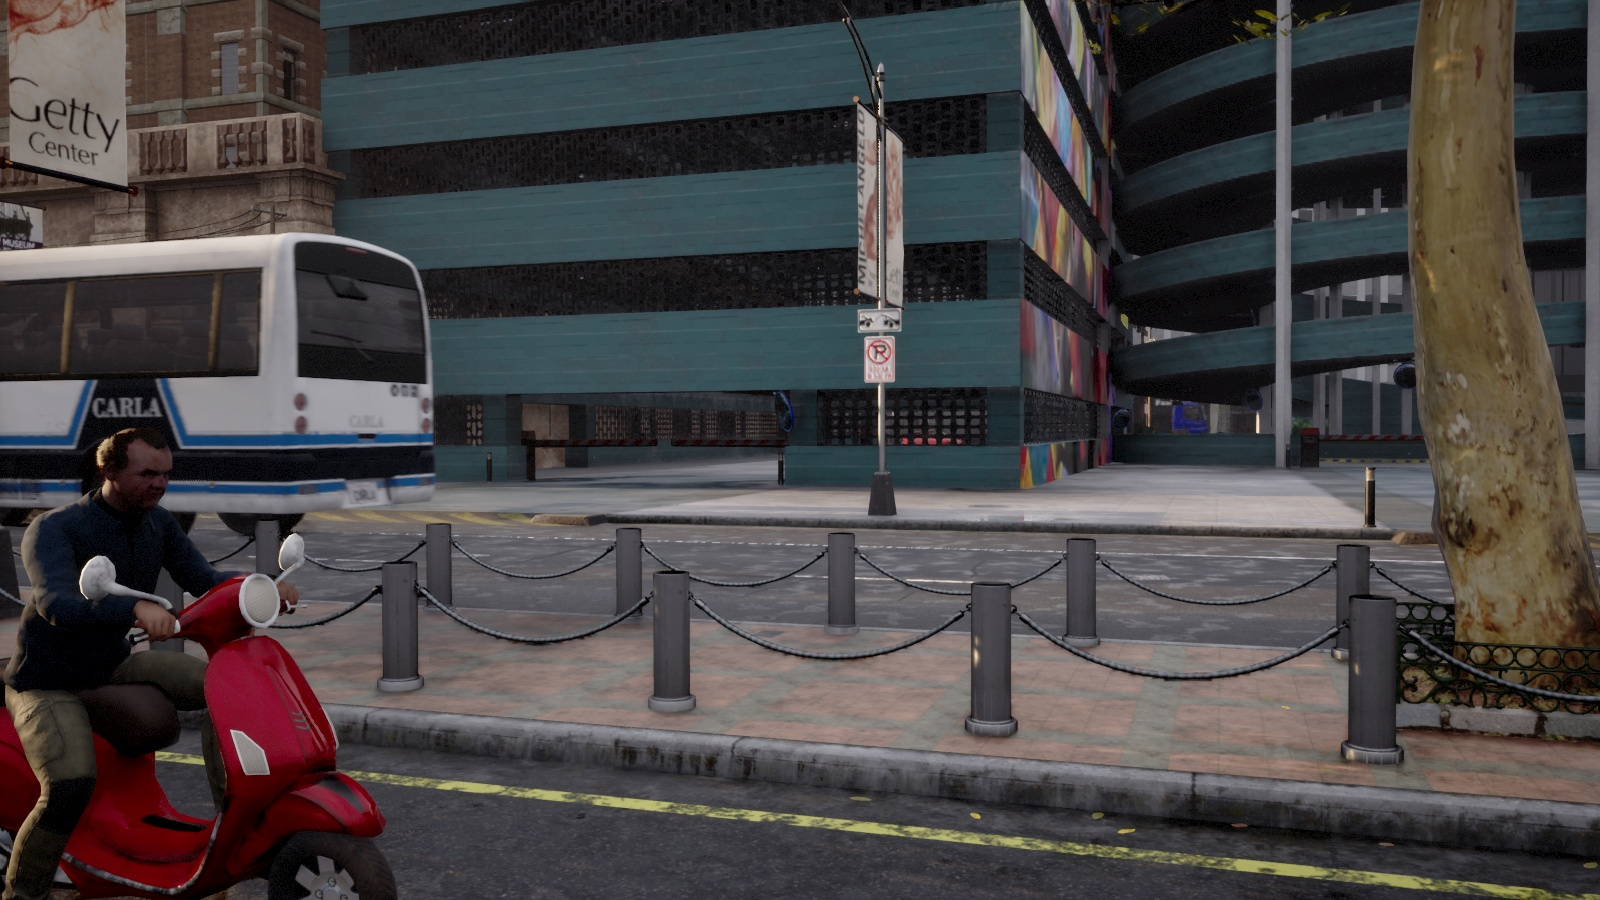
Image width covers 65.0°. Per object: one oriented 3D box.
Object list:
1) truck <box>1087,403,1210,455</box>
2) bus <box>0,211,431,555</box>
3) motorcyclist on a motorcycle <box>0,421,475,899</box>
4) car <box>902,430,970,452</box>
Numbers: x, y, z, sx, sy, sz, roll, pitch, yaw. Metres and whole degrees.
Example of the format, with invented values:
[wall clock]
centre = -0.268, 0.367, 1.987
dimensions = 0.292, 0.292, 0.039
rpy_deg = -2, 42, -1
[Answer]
[truck]
centre = 23.762, -1.437, 85.660
dimensions = 7.936, 3.462, 2.891
rpy_deg = 1, 1, 19
[bus]
centre = -11.168, -0.897, 19.062
dimensions = 10.273, 4.253, 3.944
rpy_deg = 1, 1, 19
[motorcyclist on a motorcycle]
centre = -2.034, 0.710, 3.877
dimensions = 1.817, 1.590, 0.866
rpy_deg = 1, 1, 19
[car]
centre = 9.813, -0.636, 90.340
dimensions = 4.514, 1.525, 2.007
rpy_deg = 1, 1, 18
